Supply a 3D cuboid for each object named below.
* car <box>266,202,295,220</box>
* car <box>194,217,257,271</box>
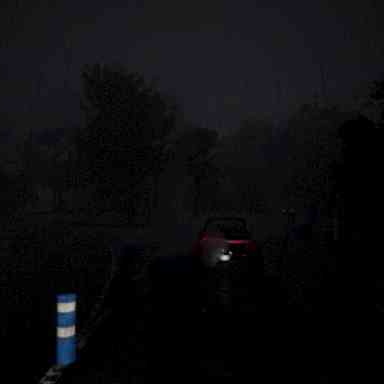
[{"bbox_3d":[9.029,1.893,34.324,2.097,1.767,4.553,0,-1,3],"label":"car"},{"bbox_3d":[1.211,1.626,11.522,2.128,1.511,4.902,0,-1,8],"label":"car"}]
